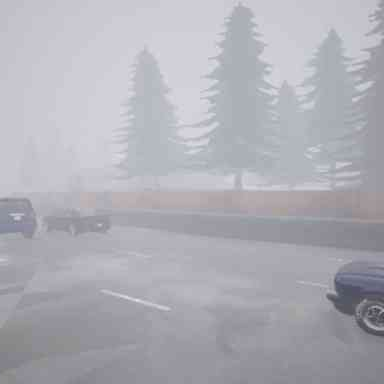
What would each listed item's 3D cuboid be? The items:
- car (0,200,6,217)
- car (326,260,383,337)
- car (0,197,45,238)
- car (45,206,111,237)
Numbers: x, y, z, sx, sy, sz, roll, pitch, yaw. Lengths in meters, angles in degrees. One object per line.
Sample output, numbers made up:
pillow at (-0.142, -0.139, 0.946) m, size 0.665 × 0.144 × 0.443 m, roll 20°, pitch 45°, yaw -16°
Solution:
car at (-19.875, 1.601, 32.487) m, size 2.128 × 1.511 × 4.902 m, roll 0°, pitch 0°, yaw -40°
car at (4.647, 1.615, 5.030) m, size 4.718 × 1.301 × 1.895 m, roll 0°, pitch 0°, yaw 35°
car at (-9.895, 1.278, 16.901) m, size 5.566 × 2.045 × 2.150 m, roll 0°, pitch 0°, yaw 43°
car at (-6.537, 1.539, 18.600) m, size 5.008 × 1.535 × 1.882 m, roll 0°, pitch 0°, yaw 42°
